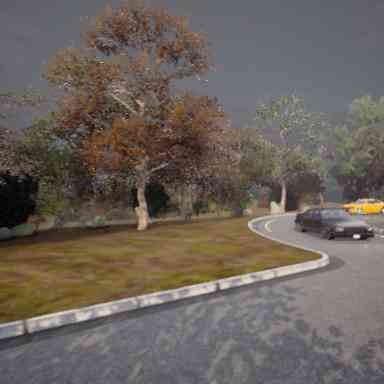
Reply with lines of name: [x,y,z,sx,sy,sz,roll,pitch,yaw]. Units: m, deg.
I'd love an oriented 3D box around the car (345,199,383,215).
car: [16.938,1.429,32.636,5.008,1.535,1.882,0,-1,-20]

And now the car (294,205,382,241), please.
car: [6.921,1.525,16.937,2.033,1.411,5.357,0,0,-3]
